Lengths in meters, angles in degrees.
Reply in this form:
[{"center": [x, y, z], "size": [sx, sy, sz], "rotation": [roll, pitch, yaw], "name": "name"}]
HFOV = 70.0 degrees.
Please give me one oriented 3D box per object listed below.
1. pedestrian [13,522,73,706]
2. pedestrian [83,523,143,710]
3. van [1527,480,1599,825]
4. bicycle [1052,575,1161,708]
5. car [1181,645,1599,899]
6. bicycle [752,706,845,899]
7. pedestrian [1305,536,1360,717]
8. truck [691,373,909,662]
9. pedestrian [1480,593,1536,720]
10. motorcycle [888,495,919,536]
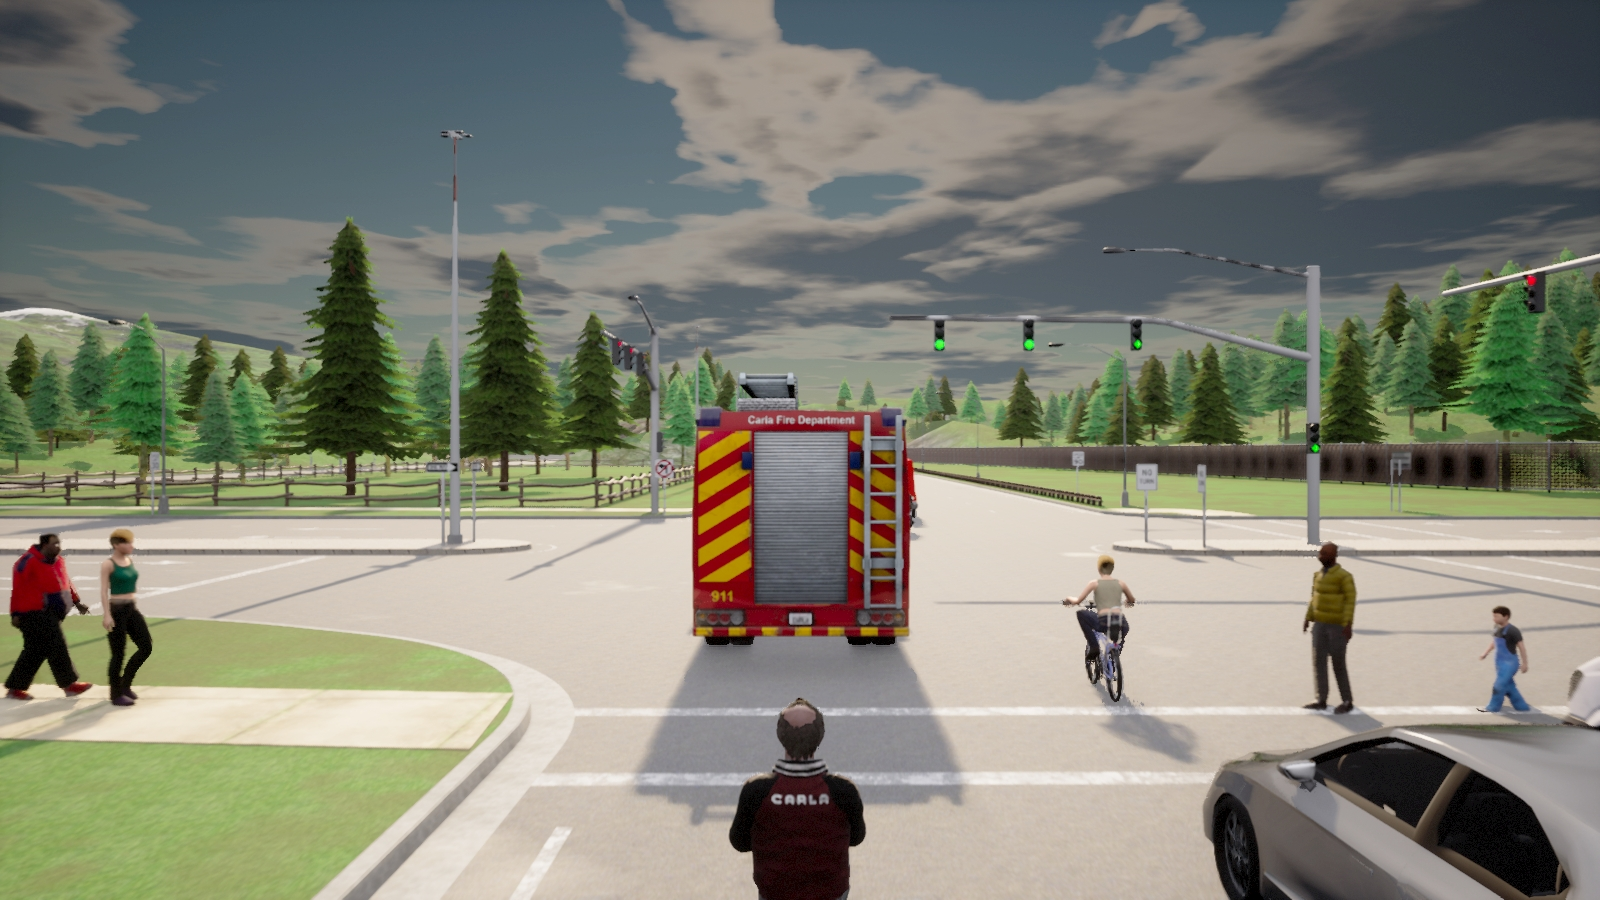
[{"center": [-7.897, 1.696, 11.925], "size": [0.375, 1.860, 0.375], "rotation": [0, 0, 2], "name": "pedestrian"}, {"center": [-7.062, 1.696, 11.750], "size": [0.375, 1.860, 0.375], "rotation": [0, 0, 9], "name": "pedestrian"}, {"center": [6.998, 1.535, 6.483], "size": [1.988, 2.561, 5.915], "rotation": [0, 0, 0], "name": "van"}, {"center": [3.489, 2.158, 13.147], "size": [0.859, 1.277, 1.487], "rotation": [0, 0, 0], "name": "bicycle"}, {"center": [3.504, 2.066, 5.681], "size": [1.816, 1.474, 4.193], "rotation": [0, 0, 0], "name": "car"}, {"center": [-0.004, 2.060, 4.973], "size": [0.329, 1.471, 1.835], "rotation": [0, 0, 0], "name": "bicycle"}, {"center": [5.684, 1.872, 12.207], "size": [0.375, 1.860, 0.375], "rotation": [0, 0, -16], "name": "pedestrian"}, {"center": [0.000, 0.890, 19.371], "size": [2.891, 3.827, 8.468], "rotation": [0, 0, 0], "name": "truck"}, {"center": [7.613, 2.207, 12.287], "size": [0.375, 1.300, 0.375], "rotation": [0, 0, 1], "name": "pedestrian"}, {"center": [3.508, 2.205, 38.808], "size": [0.867, 1.251, 2.209], "rotation": [0, 0, 0], "name": "motorcycle"}]
